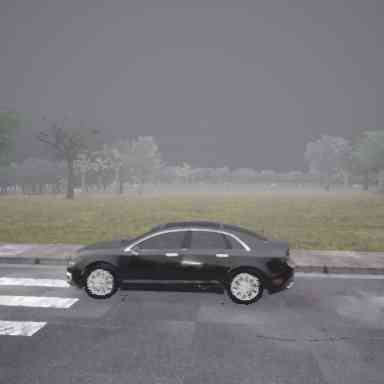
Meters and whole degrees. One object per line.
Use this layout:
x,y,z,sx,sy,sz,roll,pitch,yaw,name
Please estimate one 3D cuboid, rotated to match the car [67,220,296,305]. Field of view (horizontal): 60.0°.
-0.261,1.412,7.373,4.892,1.490,1.837,1,2,6,car
